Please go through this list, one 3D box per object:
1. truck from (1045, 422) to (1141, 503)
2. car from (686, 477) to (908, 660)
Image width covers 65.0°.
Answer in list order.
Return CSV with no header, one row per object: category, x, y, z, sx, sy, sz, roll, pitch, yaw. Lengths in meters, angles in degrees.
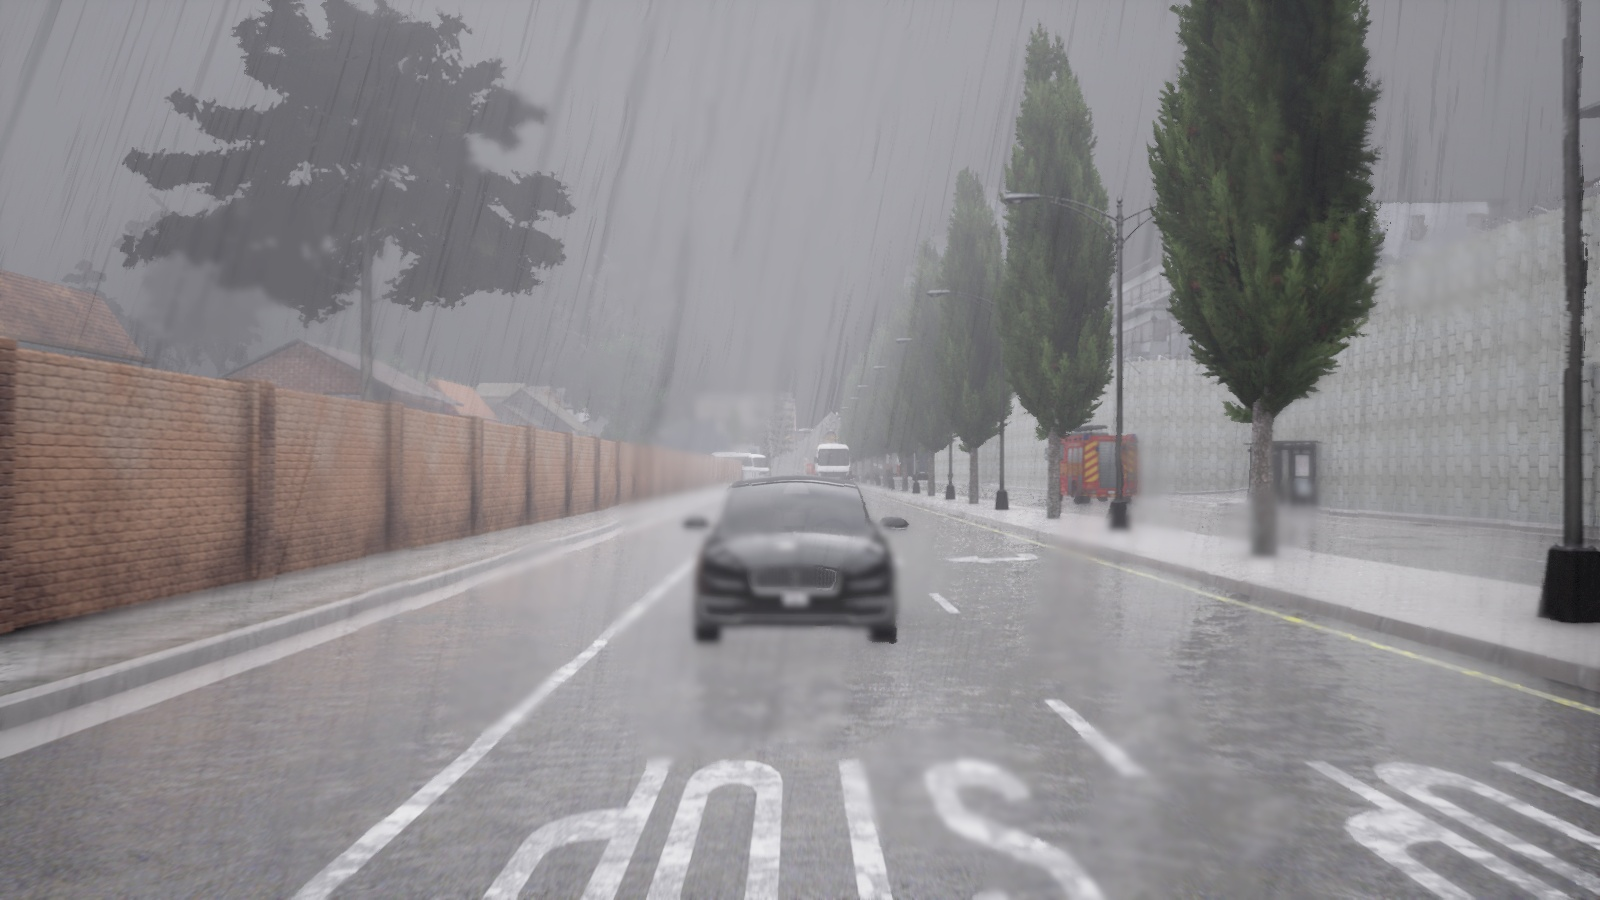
truck,14.839,0.659,64.247,2.891,3.827,8.468,0,-1,0
car,-0.031,1.036,12.910,1.837,1.490,4.892,0,-1,0
